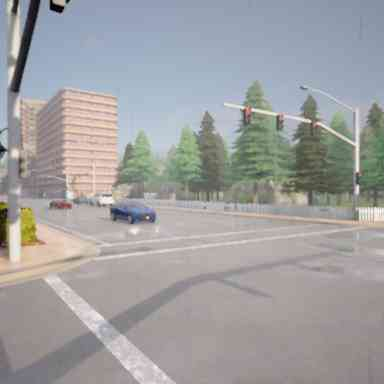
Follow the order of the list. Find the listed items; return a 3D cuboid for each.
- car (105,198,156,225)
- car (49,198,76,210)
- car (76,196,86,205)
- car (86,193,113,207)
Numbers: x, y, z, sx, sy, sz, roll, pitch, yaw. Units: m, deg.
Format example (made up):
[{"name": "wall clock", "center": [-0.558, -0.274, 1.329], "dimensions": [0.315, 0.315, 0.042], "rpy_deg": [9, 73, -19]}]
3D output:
[{"name": "car", "center": [-4.385, 1.433, 24.298], "dimensions": [1.882, 1.535, 5.008], "rpy_deg": [0, 0, -35]}, {"name": "car", "center": [-16.532, 1.554, 41.836], "dimensions": [1.895, 1.301, 4.718], "rpy_deg": [0, 0, -34]}, {"name": "car", "center": [-19.742, 1.470, 58.876], "dimensions": [2.033, 1.411, 5.357], "rpy_deg": [0, 0, -35]}, {"name": "car", "center": [-13.628, 1.145, 50.143], "dimensions": [2.150, 2.045, 5.566], "rpy_deg": [0, 0, -34]}]
